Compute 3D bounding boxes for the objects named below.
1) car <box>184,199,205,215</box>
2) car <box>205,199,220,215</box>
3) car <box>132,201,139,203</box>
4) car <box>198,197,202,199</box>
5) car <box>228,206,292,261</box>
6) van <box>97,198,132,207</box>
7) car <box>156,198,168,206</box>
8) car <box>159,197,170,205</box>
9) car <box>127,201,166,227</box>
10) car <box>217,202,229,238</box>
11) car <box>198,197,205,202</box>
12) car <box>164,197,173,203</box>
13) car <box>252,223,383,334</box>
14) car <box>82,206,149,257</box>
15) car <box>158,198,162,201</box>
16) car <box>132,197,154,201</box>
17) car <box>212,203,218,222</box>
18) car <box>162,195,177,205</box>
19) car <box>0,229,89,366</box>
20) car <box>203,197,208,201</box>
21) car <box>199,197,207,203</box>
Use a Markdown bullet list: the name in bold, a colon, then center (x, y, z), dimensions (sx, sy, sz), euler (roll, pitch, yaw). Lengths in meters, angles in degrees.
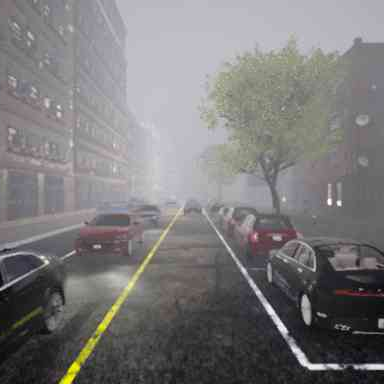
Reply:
- **car**: center (0.083, 1.740, 35.132), dimensions (1.895, 1.301, 4.718), euler (0, 0, 0)
- **car**: center (2.671, 1.690, 35.227), dimensions (2.008, 1.369, 4.403), euler (0, 0, 0)
- **car**: center (-5.706, 1.696, 29.528), dimensions (1.802, 1.307, 4.206), euler (0, 0, 0)
- **car**: center (0.022, 1.675, 47.496), dimensions (1.882, 1.535, 5.008), euler (0, 0, 0)
- **car**: center (2.683, 1.487, 12.441), dimensions (1.967, 1.590, 4.097), euler (0, 0, 0)
- **van**: center (-5.704, 1.432, 23.832), dimensions (1.690, 1.788, 3.998), euler (0, 0, 0)
- **car**: center (-5.725, 1.804, 63.539), dimensions (1.752, 1.417, 4.829), euler (0, 0, 0)
- **car**: center (-5.727, 1.854, 69.406), dimensions (1.887, 1.381, 4.507), euler (0, 0, 0)
- **car**: center (-3.098, 1.615, 23.497), dimensions (1.812, 1.442, 4.674), euler (0, 0, 0)
- **car**: center (2.680, 1.509, 18.137), dimensions (1.967, 1.590, 4.097), euler (0, 0, 0)
- **car**: center (2.641, 2.023, 92.193), dimensions (1.802, 1.307, 4.206), euler (0, 0, 0)
- **car**: center (-5.733, 1.938, 80.798), dimensions (1.947, 1.339, 4.313), euler (0, 0, 0)
- **car**: center (2.686, 1.577, 6.743), dimensions (2.008, 1.369, 4.403), euler (0, 0, 0)
- **car**: center (-3.100, 1.528, 13.400), dimensions (1.882, 1.535, 5.008), euler (0, 0, 0)
- **car**: center (-5.715, 1.744, 46.618), dimensions (2.008, 1.369, 4.403), euler (0, 0, 0)
- **car**: center (-5.710, 1.454, 35.226), dimensions (2.192, 1.841, 5.009), euler (0, 0, 0)
- **car**: center (2.677, 1.673, 23.834), dimensions (1.802, 1.307, 4.206), euler (0, 0, 0)
- **car**: center (-3.025, 1.464, 50.873), dimensions (1.895, 1.301, 4.718), euler (0, 0, 0)
- **car**: center (-3.103, 1.507, 3.951), dimensions (2.128, 1.511, 4.902), euler (0, 0, 0)
- **car**: center (2.668, 1.606, 40.925), dimensions (1.967, 1.590, 4.097), euler (0, 0, 0)
- **car**: center (2.647, 1.918, 80.799), dimensions (1.887, 1.381, 4.507), euler (0, 0, 0)
